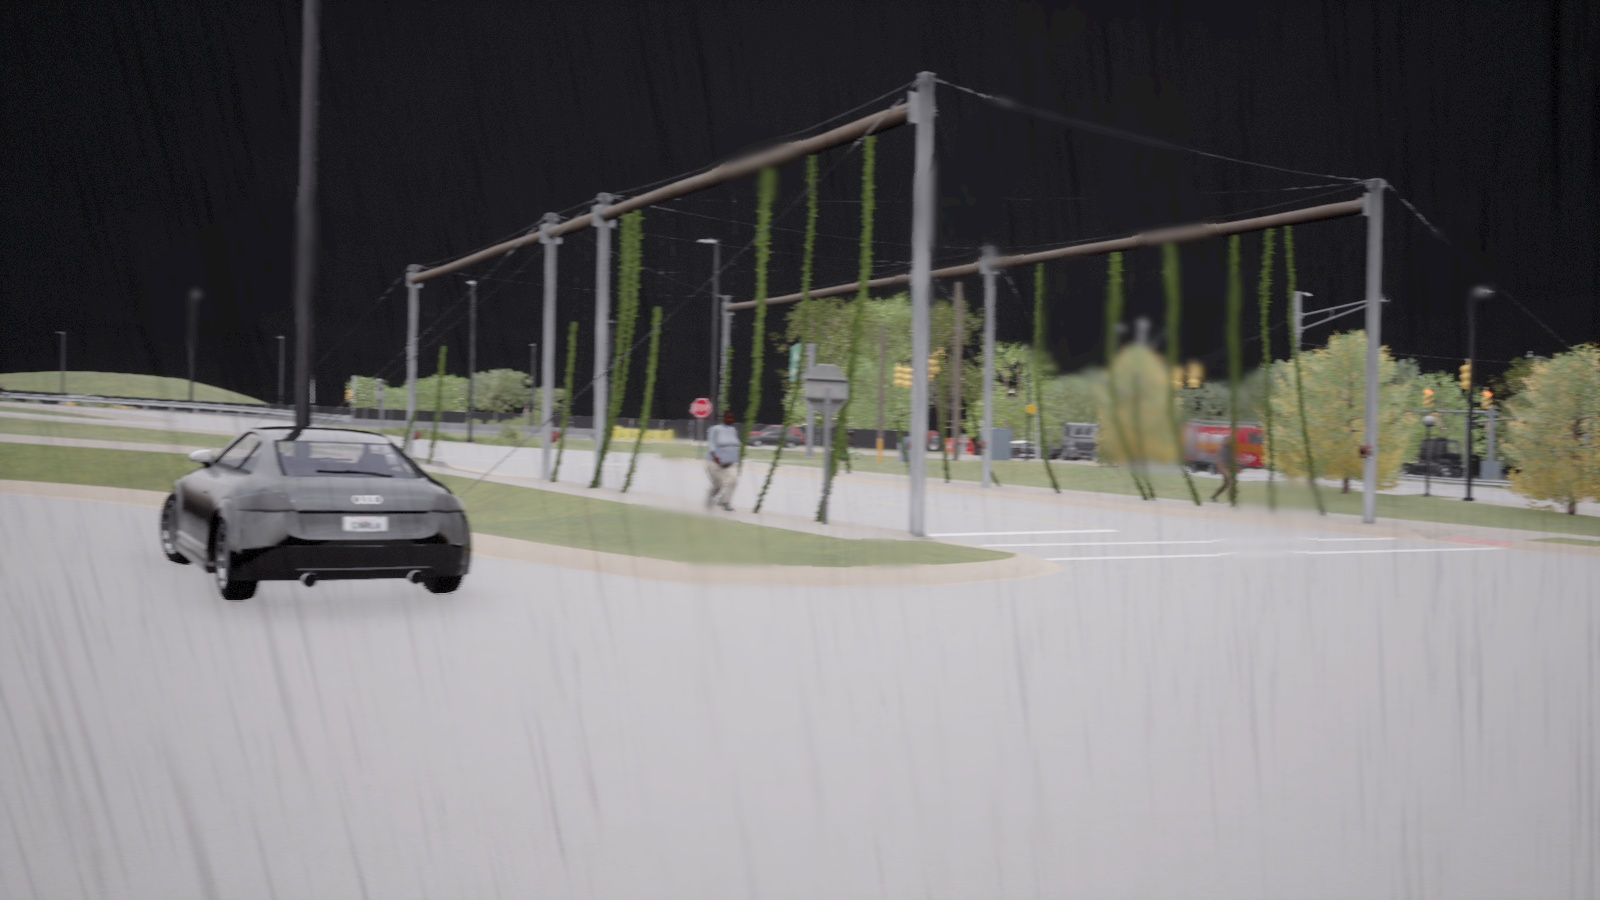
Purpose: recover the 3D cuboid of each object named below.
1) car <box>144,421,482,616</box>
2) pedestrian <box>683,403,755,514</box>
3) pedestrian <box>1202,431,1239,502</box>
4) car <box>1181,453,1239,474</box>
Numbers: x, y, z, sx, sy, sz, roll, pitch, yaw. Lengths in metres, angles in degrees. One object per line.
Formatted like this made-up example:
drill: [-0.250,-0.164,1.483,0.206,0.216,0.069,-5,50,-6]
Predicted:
car: [-4.651,0.492,11.586,1.994,1.385,4.181,2,1,-34]
pedestrian: [-1.401,0.149,21.565,0.874,1.855,0.900,1,0,-33]
pedestrian: [11.051,0.422,33.015,0.540,1.848,0.694,1,0,-35]
car: [27.396,0.876,84.018,1.895,1.301,4.718,2,0,-6]
